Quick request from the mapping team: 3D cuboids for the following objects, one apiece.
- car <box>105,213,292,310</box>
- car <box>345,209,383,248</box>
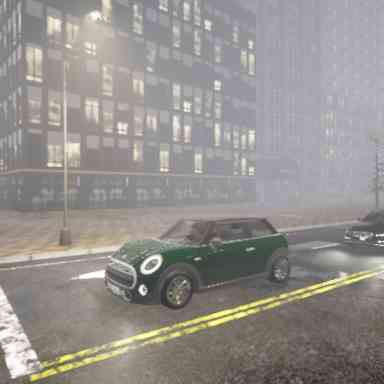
[{"bbox_3d":[0.287,1.349,7.959,4.553,1.767,2.097,0,0,-36],"label":"car"},{"bbox_3d":[8.274,1.487,13.901,4.892,1.490,1.837,0,0,-38],"label":"car"}]
